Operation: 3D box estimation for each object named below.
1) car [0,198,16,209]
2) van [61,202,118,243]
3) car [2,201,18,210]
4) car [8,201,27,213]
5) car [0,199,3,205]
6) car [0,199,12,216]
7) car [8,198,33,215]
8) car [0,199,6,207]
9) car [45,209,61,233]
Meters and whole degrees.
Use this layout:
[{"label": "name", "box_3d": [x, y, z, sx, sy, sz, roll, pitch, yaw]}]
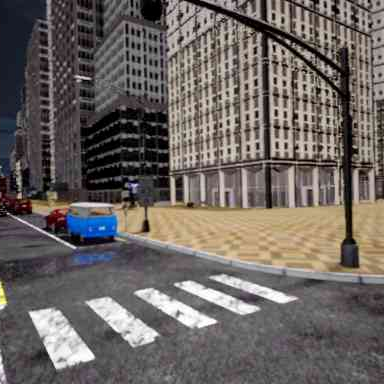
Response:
[{"label": "car", "box_3d": [-32.388, 1.969, 58.252, 2.192, 1.841, 5.009, -1, 0, -33]}, {"label": "van", "box_3d": [-5.065, 1.434, 16.560, 1.690, 1.788, 3.998, -1, 0, -33]}, {"label": "car", "box_3d": [-29.358, 2.159, 53.612, 1.947, 1.339, 4.313, -1, 0, -33]}, {"label": "car", "box_3d": [-23.307, 2.014, 44.332, 1.887, 1.381, 4.507, -1, 0, -33]}, {"label": "car", "box_3d": [-47.511, 2.528, 81.449, 1.947, 1.339, 4.313, -1, 0, -33]}, {"label": "car", "box_3d": [-21.534, 1.931, 36.758, 2.128, 1.511, 4.902, -1, 0, -32]}, {"label": "car", "box_3d": [-20.286, 1.722, 39.692, 2.192, 1.841, 5.009, -1, 0, -33]}, {"label": "car", "box_3d": [-39.776, 2.283, 68.975, 1.882, 1.535, 5.008, -1, 0, -33]}, {"label": "car", "box_3d": [-8.162, 1.702, 21.149, 1.887, 1.381, 4.507, -1, 0, -33]}]
